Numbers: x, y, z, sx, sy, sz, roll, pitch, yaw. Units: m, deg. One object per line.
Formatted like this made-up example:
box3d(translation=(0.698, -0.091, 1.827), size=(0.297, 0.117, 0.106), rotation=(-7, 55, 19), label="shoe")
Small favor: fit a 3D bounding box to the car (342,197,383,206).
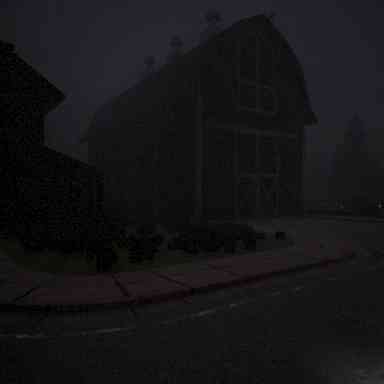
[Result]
box3d(translation=(18.272, 1.363, 35.134), size=(2.097, 1.767, 4.553), rotation=(0, 0, -34), label="car")
